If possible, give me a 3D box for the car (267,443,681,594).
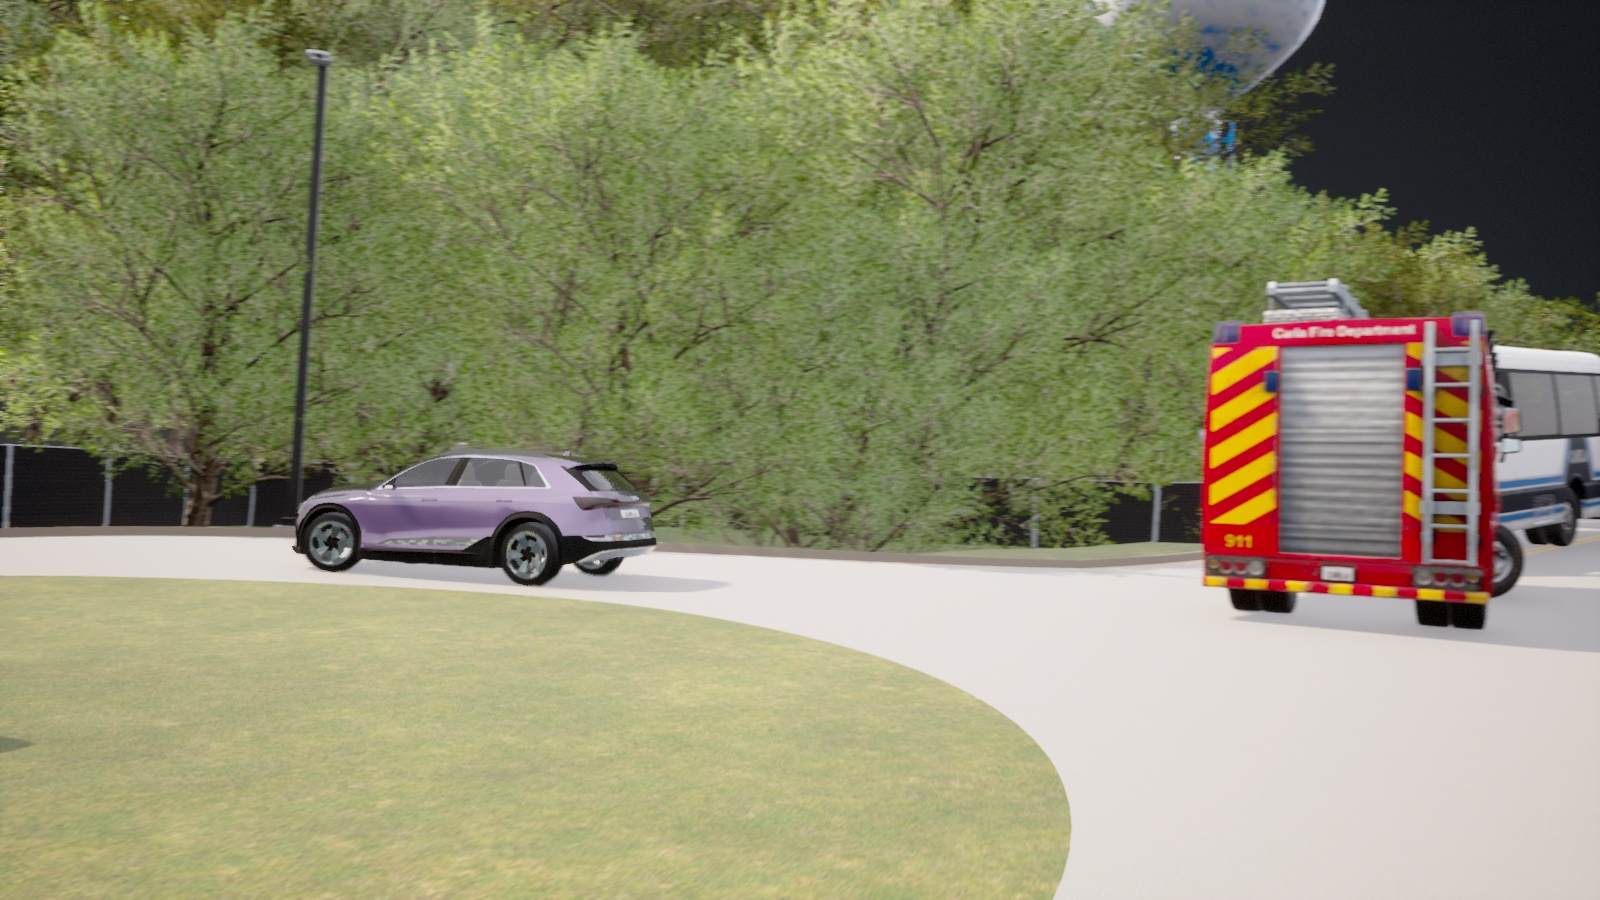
[{"bbox_3d":[-4.215,0.813,16.328,4.856,1.649,2.033,1,-1,20],"label":"car"}]

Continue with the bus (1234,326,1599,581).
[{"bbox_3d":[13.469,-0.077,25.849,10.273,4.253,3.944,-2,1,-41],"label":"bus"}]

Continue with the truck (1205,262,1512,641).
[{"bbox_3d":[7.959,0.141,17.079,2.891,3.827,8.468,0,-2,30],"label":"truck"}]

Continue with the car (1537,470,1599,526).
[{"bbox_3d":[21.054,1.175,32.117,4.718,1.301,1.895,-1,0,-33],"label":"car"}]
